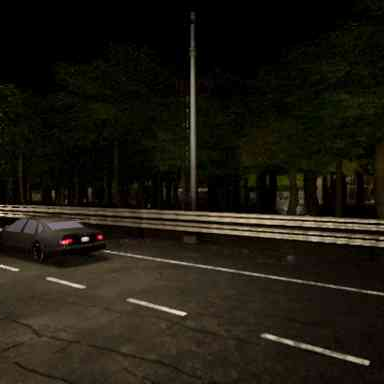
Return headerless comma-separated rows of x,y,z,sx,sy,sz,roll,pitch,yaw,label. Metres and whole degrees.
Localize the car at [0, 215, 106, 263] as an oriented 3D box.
-5.451,1.566,12.066,5.357,1.411,2.033,0,0,36,car
